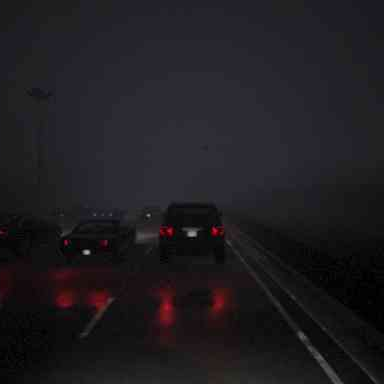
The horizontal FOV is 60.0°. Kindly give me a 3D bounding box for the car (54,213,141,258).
[{"bbox_3d":[-3.477,1.729,13.259,1.895,1.301,4.718,0,-1,0],"label":"car"}]

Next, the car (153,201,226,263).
[{"bbox_3d":[0.015,1.346,12.569,2.150,2.045,5.566,0,0,0],"label":"car"}]

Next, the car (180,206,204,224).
[{"bbox_3d":[0.030,1.873,28.253,1.895,1.301,4.718,0,-1,0],"label":"car"}]

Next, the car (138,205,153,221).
[{"bbox_3d":[-3.464,1.839,28.523,1.994,1.385,4.181,0,0,0],"label":"car"}]

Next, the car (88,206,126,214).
[{"bbox_3d":[-6.970,1.872,28.265,1.895,1.301,4.718,0,-1,0],"label":"car"}]

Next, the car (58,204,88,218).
[{"bbox_3d":[-10.457,1.758,29.260,1.882,1.535,5.008,0,0,1],"label":"car"}]

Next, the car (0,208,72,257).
[{"bbox_3d":[-6.973,1.623,13.514,2.128,1.511,4.902,0,0,1],"label":"car"}]
